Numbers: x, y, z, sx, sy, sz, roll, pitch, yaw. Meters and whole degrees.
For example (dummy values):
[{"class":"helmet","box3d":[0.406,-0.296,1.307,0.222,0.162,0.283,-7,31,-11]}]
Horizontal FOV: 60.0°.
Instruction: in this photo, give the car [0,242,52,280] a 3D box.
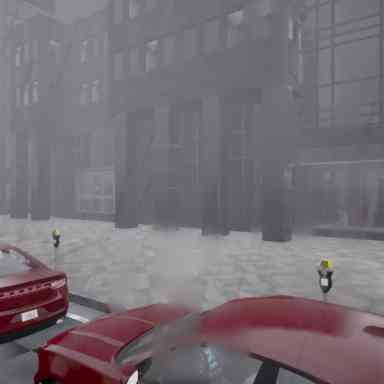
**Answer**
[{"class":"car","box3d":[-4.027,1.545,5.826,4.507,1.381,1.887,0,0,35]}]

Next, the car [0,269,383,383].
[{"class":"car","box3d":[0.564,1.545,2.557,4.507,1.381,1.887,0,0,35]}]
